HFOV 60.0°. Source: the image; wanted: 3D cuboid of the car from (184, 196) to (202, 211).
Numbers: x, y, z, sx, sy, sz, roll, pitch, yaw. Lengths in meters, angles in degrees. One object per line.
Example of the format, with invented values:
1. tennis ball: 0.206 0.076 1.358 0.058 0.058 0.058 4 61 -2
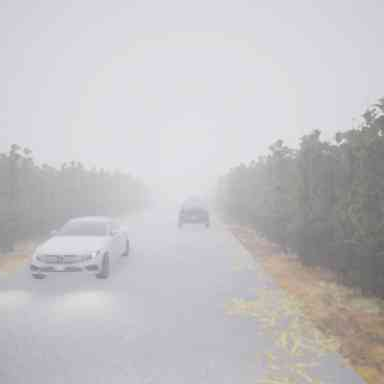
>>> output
1. car: 0.103 1.261 37.516 1.837 1.490 4.892 0 -1 0

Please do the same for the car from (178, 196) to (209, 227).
1. car: 0.106 1.313 21.726 1.882 1.535 5.008 0 1 0

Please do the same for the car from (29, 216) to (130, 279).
1. car: -3.101 1.497 10.122 1.812 1.442 4.674 0 0 0
